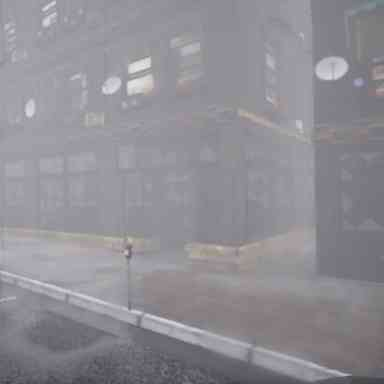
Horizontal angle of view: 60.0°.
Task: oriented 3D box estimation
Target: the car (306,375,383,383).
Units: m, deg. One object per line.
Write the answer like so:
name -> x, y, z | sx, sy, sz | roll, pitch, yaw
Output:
car -> 2.313, 1.561, 1.099 | 4.403, 1.369, 2.008 | 1, -1, 35
